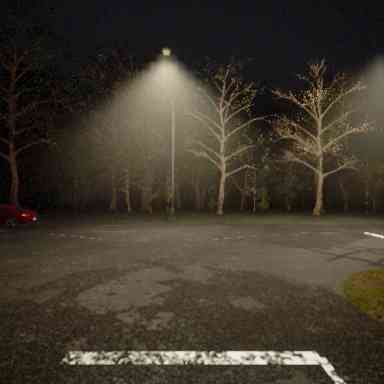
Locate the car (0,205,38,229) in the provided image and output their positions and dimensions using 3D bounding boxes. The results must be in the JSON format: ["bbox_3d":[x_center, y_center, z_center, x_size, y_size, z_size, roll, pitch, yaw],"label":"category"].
[{"bbox_3d":[-12.382,1.542,21.345,4.674,1.442,1.812,0,0,1],"label":"car"}]
